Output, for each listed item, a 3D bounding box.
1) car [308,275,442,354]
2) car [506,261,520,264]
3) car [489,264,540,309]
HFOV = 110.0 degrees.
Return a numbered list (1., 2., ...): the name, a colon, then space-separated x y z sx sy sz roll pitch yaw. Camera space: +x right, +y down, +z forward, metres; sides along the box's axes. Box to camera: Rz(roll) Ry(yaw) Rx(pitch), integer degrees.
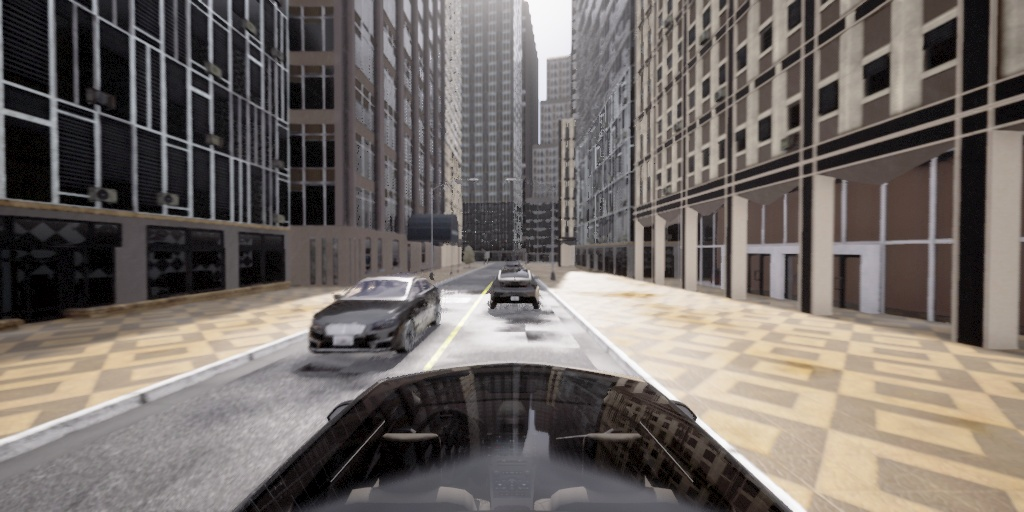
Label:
1. car: -2.999 1.243 8.826 2.128 1.511 4.902 0 0 0
2. car: 0.100 1.258 35.182 2.128 1.511 4.902 0 0 0
3. car: 0.101 1.258 15.018 1.837 1.490 4.892 0 0 0
